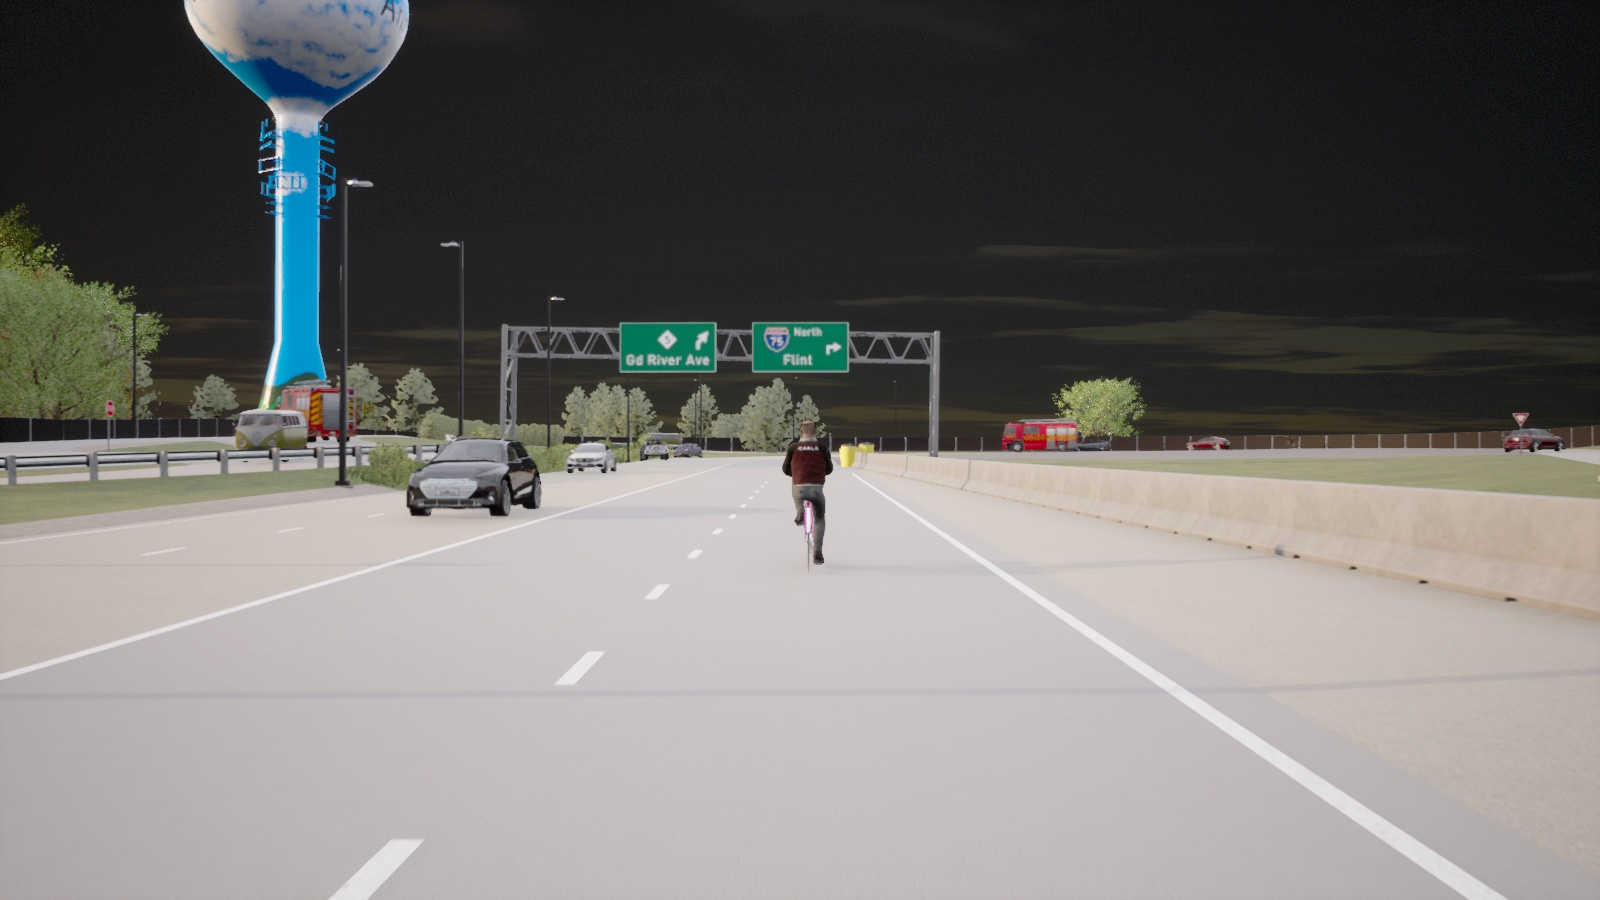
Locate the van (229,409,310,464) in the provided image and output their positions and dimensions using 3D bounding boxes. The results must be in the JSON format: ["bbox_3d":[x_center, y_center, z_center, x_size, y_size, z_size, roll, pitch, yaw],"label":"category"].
[{"bbox_3d":[-20.281,-0.585,48.173,1.775,1.987,4.442,0,2,-8],"label":"van"}]

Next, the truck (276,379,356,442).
[{"bbox_3d":[-31.060,-2.516,80.352,2.891,3.827,8.468,0,2,-35],"label":"truck"}]

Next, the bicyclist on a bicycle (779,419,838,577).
[{"bbox_3d":[0.101,0.534,15.086,0.659,1.776,1.843,0,1,0],"label":"bicyclist on a bicycle"}]

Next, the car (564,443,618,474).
[{"bbox_3d":[-10.139,0.377,61.215,1.812,1.442,4.674,0,0,0],"label":"car"}]

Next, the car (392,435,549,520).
[{"bbox_3d":[-6.834,0.518,26.654,2.033,1.649,4.856,0,0,0],"label":"car"}]
